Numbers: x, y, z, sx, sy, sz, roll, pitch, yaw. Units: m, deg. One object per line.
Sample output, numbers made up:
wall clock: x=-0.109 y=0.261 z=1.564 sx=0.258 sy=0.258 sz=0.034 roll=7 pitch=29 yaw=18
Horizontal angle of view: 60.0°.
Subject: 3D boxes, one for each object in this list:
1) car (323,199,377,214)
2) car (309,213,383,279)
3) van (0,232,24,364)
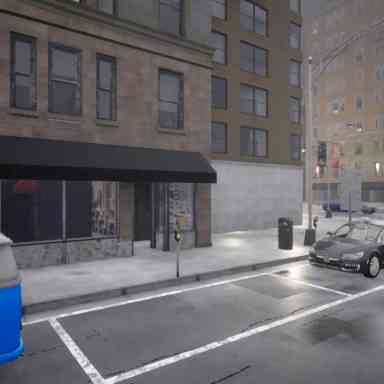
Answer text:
car: x=15.282 y=1.398 z=32.397 sx=1.882 sy=1.535 sz=5.008 roll=0 pitch=0 yaw=-36
car: x=5.304 y=1.550 z=9.990 sx=4.403 sy=1.369 sz=2.008 roll=0 pitch=0 yaw=-36
van: x=-3.906 y=1.341 z=3.401 sx=3.998 sy=1.788 sz=1.690 roll=0 pitch=0 yaw=-36
